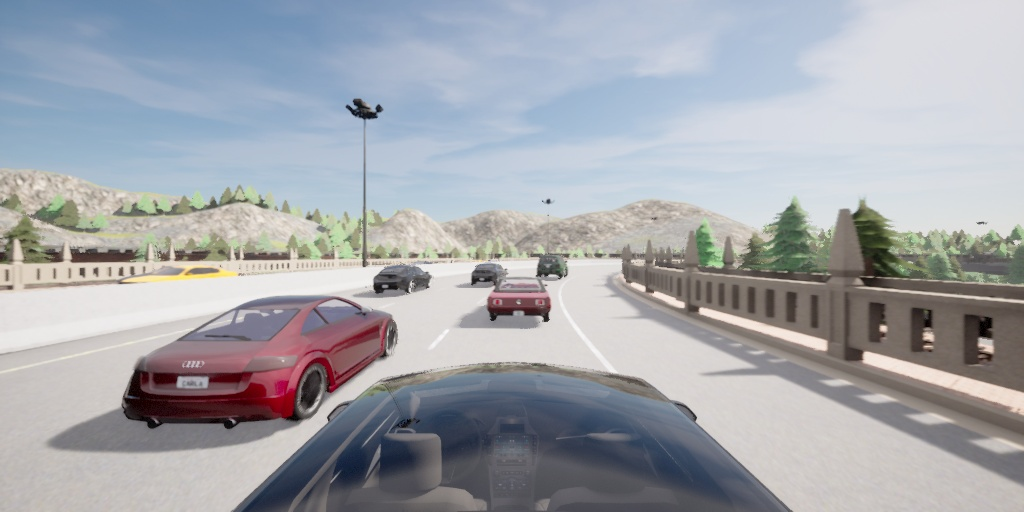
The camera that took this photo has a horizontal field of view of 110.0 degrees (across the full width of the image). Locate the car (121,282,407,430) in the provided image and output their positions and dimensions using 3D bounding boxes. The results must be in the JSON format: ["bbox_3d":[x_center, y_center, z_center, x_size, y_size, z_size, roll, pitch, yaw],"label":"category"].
[{"bbox_3d":[-3.375,1.312,5.816,1.994,1.385,4.181,0,0,0],"label":"car"}]

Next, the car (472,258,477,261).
[{"bbox_3d":[-5.792,1.124,62.844,1.882,1.535,5.008,0,0,31],"label":"car"}]

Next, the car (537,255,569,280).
[{"bbox_3d":[3.680,0.961,31.955,2.150,2.045,5.566,0,0,16],"label":"car"}]

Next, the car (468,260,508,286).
[{"bbox_3d":[-1.501,1.246,25.366,1.837,1.490,4.892,0,0,11],"label":"car"}]

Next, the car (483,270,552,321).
[{"bbox_3d":[0.314,1.347,12.431,1.895,1.301,4.718,0,0,3],"label":"car"}]

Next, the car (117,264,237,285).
[{"bbox_3d":[-16.846,1.221,18.501,1.882,1.535,5.008,0,0,6],"label":"car"}]

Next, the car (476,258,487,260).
[{"bbox_3d":[-3.731,1.382,59.433,1.895,1.301,4.718,0,0,30],"label":"car"}]

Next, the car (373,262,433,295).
[{"bbox_3d":[-5.924,1.248,20.015,1.837,1.490,4.892,0,0,7],"label":"car"}]
